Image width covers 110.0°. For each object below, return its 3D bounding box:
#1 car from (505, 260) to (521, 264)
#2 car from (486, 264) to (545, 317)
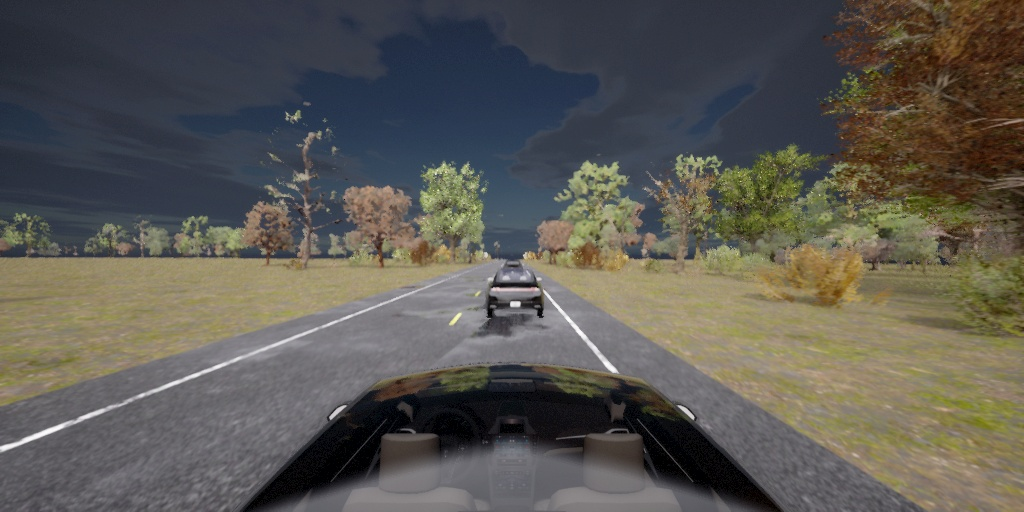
[{"bbox_3d":[0.097,1.128,33.166,1.837,1.490,4.892,0,0,0],"label":"car"},{"bbox_3d":[0.099,1.196,12.924,2.128,1.511,4.902,0,0,0],"label":"car"}]
